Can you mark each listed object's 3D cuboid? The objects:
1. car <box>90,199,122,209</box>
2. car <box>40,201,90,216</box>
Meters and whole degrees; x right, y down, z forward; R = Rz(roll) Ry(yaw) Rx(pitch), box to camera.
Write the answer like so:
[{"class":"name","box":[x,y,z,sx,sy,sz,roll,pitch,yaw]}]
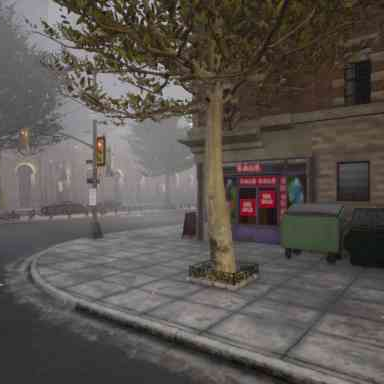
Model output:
[{"class":"car","box":[-11.936,1.595,45.164,1.895,1.301,4.718,0,0,36]},{"class":"car","box":[-12.697,1.564,32.877,1.994,1.385,4.181,0,0,36]}]
